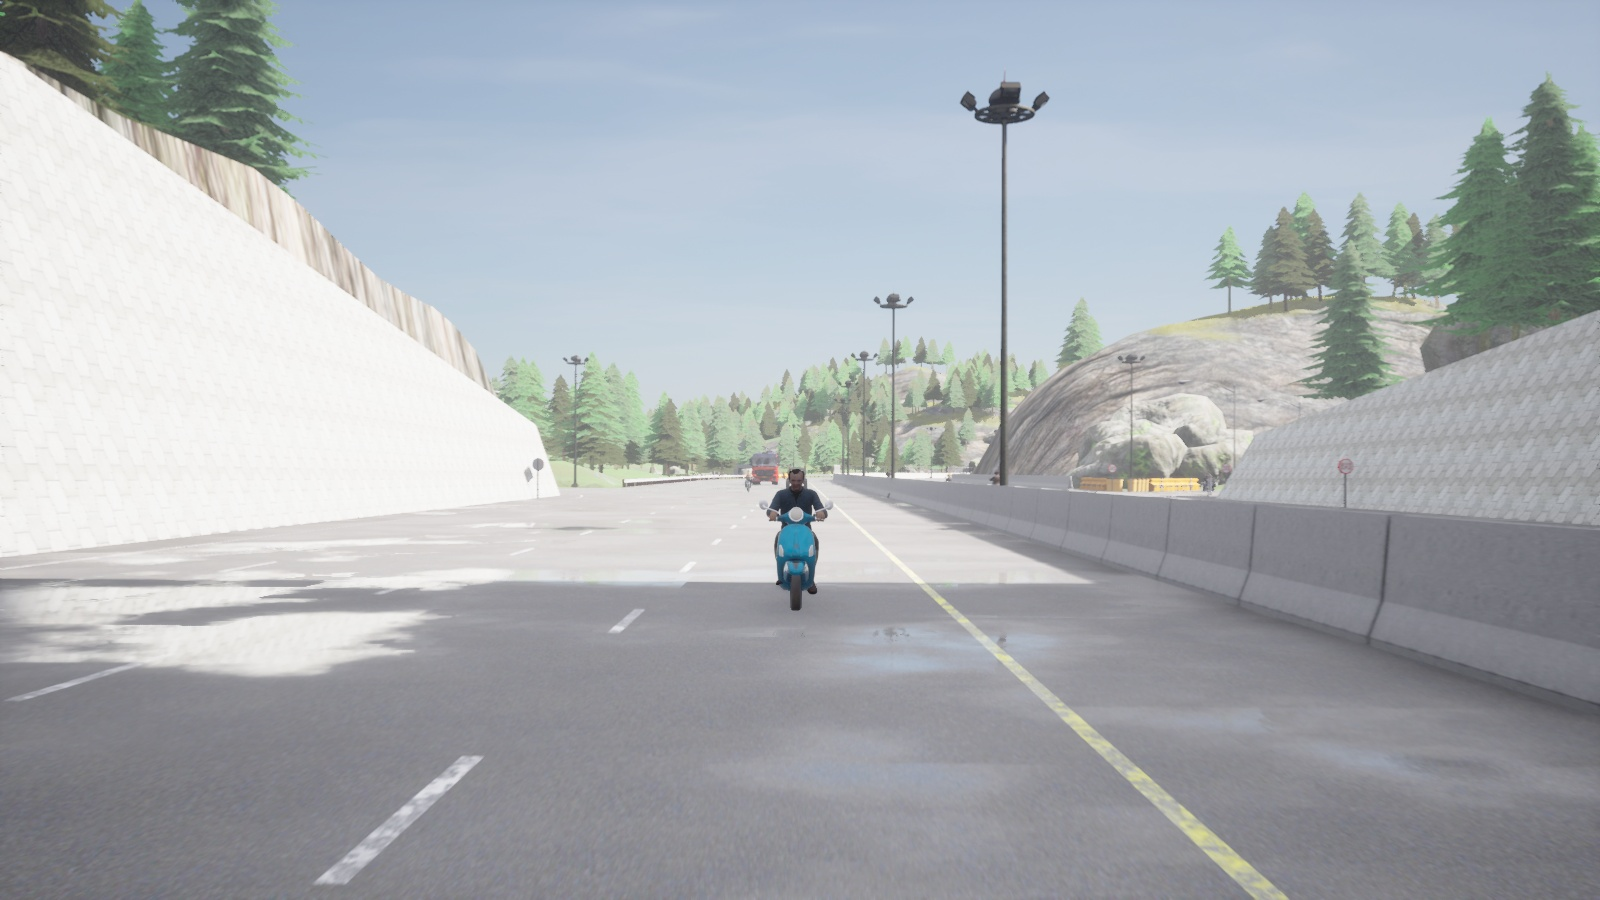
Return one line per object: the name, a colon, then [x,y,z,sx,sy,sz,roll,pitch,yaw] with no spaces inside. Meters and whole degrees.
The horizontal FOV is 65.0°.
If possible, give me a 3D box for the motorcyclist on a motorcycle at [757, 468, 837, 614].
motorcyclist on a motorcycle: [-0.036,1.014,14.663,0.866,1.590,1.817,0,-1,0]
